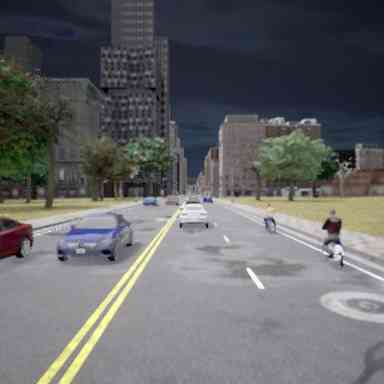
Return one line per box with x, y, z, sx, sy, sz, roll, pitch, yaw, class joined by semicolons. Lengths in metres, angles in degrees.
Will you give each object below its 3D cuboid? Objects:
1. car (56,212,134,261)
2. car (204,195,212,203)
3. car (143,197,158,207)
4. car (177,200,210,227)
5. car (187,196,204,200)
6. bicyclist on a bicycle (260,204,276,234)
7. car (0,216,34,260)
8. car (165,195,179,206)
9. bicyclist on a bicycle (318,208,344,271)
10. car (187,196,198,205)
-3.340;1.517;12.310;1.812;1.442;4.674;0;0;0;car
3.315;1.505;72.019;1.882;1.535;5.008;0;0;0;car
-6.515;1.477;52.190;1.882;1.535;5.008;0;0;1;car
0.120;1.516;22.555;1.812;1.442;4.674;0;0;0;car
0.136;1.498;40.652;1.837;1.490;4.892;0;0;0;car
4.158;1.428;18.018;0.866;1.612;1.509;0;0;0;bicyclist on a bicycle
-6.593;1.468;9.886;1.882;1.535;5.008;0;0;0;car
-3.251;1.355;55.497;2.097;1.767;4.553;0;0;1;car
4.152;1.364;10.049;0.659;1.776;1.843;0;0;0;bicyclist on a bicycle
0.153;1.487;59.549;1.882;1.535;5.008;0;0;0;car
